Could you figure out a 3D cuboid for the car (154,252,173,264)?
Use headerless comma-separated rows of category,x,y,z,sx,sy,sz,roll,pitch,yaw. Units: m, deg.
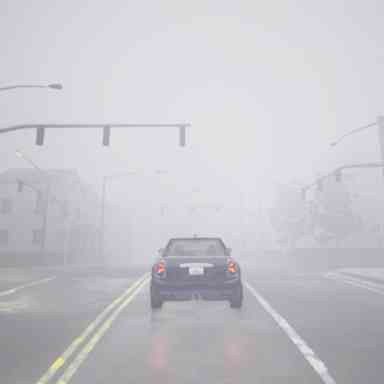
car,-3.577,8.431,42.607,2.033,1.411,5.357,0,-11,0

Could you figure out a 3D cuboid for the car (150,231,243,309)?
car,0.097,1.983,9.344,2.097,1.767,4.553,-1,-7,0
